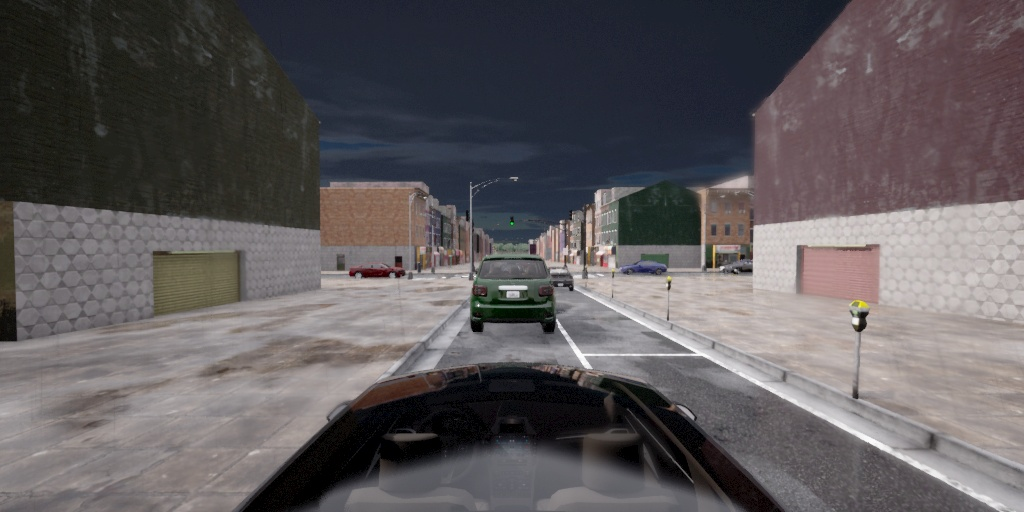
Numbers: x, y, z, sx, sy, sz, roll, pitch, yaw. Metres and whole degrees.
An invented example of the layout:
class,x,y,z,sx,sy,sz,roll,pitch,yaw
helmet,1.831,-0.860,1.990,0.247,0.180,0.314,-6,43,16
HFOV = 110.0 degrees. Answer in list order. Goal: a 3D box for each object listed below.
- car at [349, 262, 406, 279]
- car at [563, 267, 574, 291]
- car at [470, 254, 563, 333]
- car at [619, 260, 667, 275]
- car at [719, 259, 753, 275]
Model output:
class,x,y,z,sx,sy,sz,roll,pitch,yaw
car,-12.401,1.336,33.189,5.008,1.535,1.882,0,1,-1
car,2.592,1.295,21.263,2.007,1.370,4.403,0,0,0
car,0.028,0.968,10.849,2.150,2.045,5.566,0,0,0
car,13.194,1.159,36.202,4.674,1.442,1.812,0,1,1
car,23.606,1.083,36.201,4.902,1.511,2.128,0,1,0
